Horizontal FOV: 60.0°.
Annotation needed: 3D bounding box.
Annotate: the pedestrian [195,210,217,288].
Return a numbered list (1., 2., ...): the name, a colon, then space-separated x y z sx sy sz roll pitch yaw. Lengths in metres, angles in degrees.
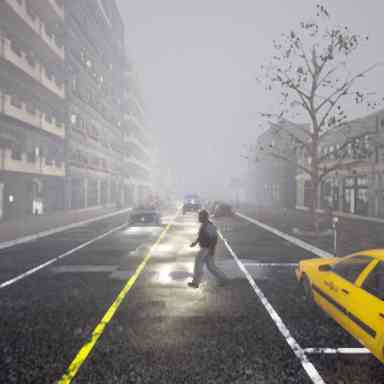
1. pedestrian: 0.317 1.283 7.653 0.375 1.860 0.375 0 0 0

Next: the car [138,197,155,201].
1. car: -5.750 1.545 39.032 1.802 1.307 4.206 0 0 0

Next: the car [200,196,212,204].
1. car: 2.598 1.512 61.828 2.008 1.369 4.403 0 0 0

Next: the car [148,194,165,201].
1. car: -5.768 1.275 50.426 2.192 1.841 5.009 0 0 0

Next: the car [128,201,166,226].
1. car: -3.133 1.535 23.167 1.994 1.385 4.181 0 0 0

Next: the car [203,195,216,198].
1. car: 2.621 1.402 44.737 1.967 1.590 4.097 0 0 0

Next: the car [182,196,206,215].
1. car: 0.043 1.455 33.890 2.128 1.511 4.902 0 0 0

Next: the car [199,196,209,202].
1. car: 2.581 1.510 73.220 1.887 1.381 4.507 0 0 0

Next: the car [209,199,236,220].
1. car: 2.647 1.550 27.648 1.802 1.307 4.206 0 0 0

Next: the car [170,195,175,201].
1. car: -5.808 1.535 78.910 1.947 1.339 4.313 0 0 0

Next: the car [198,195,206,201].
1. car: 2.564 1.519 84.613 1.887 1.381 4.507 0 0 0

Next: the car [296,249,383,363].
1. car: 2.993 1.449 4.667 1.801 1.575 5.366 0 0 0

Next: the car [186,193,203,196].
1. car: 0.004 1.184 44.695 2.150 2.045 5.566 0 0 0

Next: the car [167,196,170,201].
1. car: -5.783 1.512 61.820 2.008 1.369 4.403 0 0 0

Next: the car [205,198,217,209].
1. car: 2.639 1.531 33.345 1.947 1.339 4.313 0 0 0

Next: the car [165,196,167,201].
1. car: -5.776 1.400 56.123 1.967 1.590 4.097 0 0 0
